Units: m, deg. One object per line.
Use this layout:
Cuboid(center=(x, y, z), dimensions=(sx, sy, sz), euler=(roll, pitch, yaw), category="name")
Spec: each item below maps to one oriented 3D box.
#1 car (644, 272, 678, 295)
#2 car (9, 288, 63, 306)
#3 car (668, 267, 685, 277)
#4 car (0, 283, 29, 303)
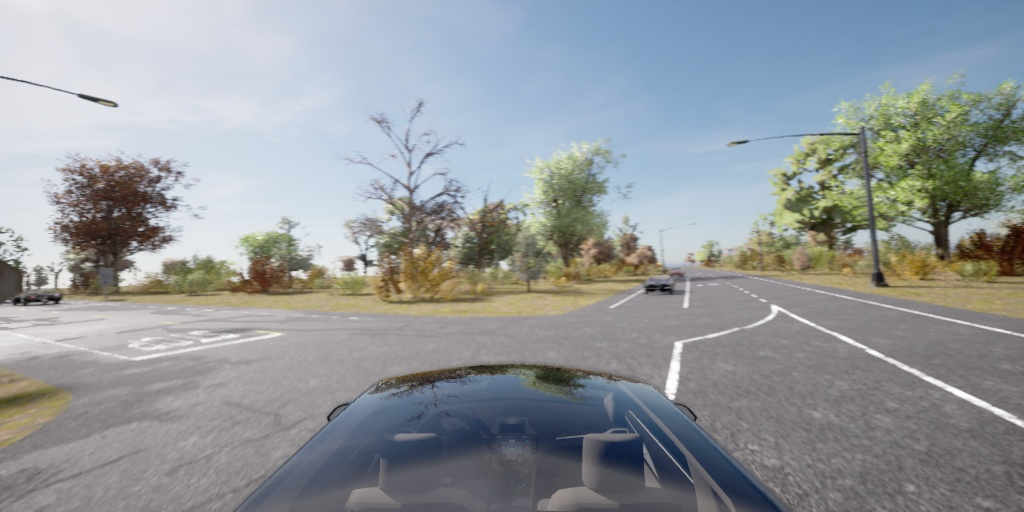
Cuboid(center=(10.790, 2.100, 26.175), dimensions=(1.895, 1.301, 4.718), euler=(-5, -3, 26), category="car")
Cuboid(center=(-38.913, 3.333, 29.320), dimensions=(4.718, 1.301, 1.895), euler=(-3, -2, 26), category="car")
Cuboid(center=(26.298, 2.535, 57.396), dimensions=(2.097, 1.767, 4.553), euler=(-5, -3, 29), category="car")
Cuboid(center=(-48.120, 3.501, 33.918), dimensions=(4.553, 1.767, 2.097), euler=(-3, -2, 27), category="car")
